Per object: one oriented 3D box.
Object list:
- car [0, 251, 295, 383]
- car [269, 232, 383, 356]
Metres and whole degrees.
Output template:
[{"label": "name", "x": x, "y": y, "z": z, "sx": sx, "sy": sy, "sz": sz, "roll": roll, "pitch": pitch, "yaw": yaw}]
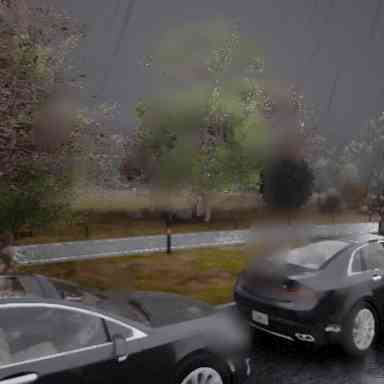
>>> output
[{"label": "car", "x": -1.668, "y": 1.477, "z": 2.873, "sx": 4.892, "sy": 1.521, "sz": 2.231, "roll": 0, "pitch": -3, "yaw": -34}, {"label": "car", "x": 2.969, "y": 1.476, "z": 5.998, "sx": 4.892, "sy": 1.521, "sz": 2.231, "roll": 0, "pitch": -3, "yaw": -33}]
